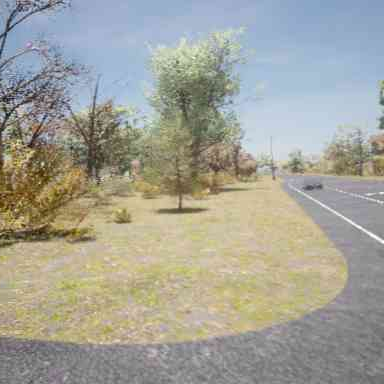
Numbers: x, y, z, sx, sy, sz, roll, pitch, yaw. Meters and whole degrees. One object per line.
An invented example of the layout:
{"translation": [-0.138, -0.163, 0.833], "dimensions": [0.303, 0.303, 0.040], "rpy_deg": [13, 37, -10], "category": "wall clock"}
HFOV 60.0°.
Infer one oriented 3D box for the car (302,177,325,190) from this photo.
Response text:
{"translation": [13.821, -1.036, 38.307], "dimensions": [1.812, 1.442, 4.674], "rpy_deg": [-4, 3, 12], "category": "car"}
